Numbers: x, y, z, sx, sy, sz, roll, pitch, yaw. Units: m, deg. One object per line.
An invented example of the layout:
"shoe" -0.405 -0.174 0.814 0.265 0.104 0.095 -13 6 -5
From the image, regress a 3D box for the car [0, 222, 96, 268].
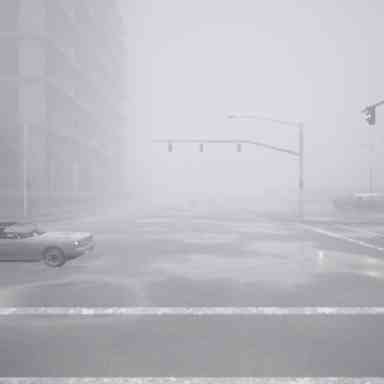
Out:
"car" -5.656 1.643 10.837 4.718 1.301 1.895 0 0 1

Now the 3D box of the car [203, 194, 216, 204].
"car" 3.562 1.633 63.868 1.812 1.442 4.674 0 0 0

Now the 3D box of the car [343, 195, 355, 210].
"car" 25.291 1.502 49.572 3.905 1.438 1.784 0 0 1

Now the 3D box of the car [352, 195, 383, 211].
"car" 25.253 1.529 46.677 3.806 1.475 1.970 0 0 1

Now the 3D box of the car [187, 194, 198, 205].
"car" 0.060 1.654 63.472 2.033 1.411 5.357 0 0 0

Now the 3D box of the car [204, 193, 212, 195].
"car" 3.623 1.211 73.904 2.150 2.045 5.566 0 0 0

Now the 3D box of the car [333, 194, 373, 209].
"car" 25.275 1.296 52.256 4.605 1.855 1.932 0 0 1
